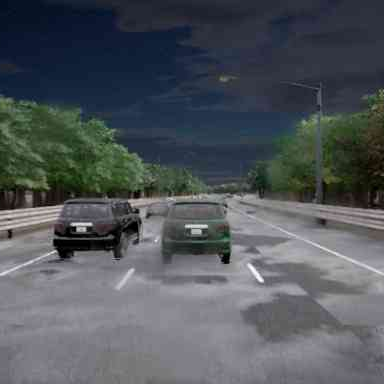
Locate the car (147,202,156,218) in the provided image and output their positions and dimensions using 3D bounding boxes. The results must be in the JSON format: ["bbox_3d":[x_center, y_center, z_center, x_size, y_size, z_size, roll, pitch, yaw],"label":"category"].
[{"bbox_3d":[-3.001,1.641,30.717,1.994,1.385,4.181,0,0,2],"label":"car"}]

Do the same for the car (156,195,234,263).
[{"bbox_3d":[0.155,1.240,12.182,2.150,2.045,5.566,0,0,1],"label":"car"}]

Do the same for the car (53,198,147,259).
[{"bbox_3d":[-3.340,1.242,12.814,2.150,2.045,5.566,0,0,1],"label":"car"}]

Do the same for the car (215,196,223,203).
[{"bbox_3d":[6.564,1.803,81.020,2.097,1.767,4.553,0,0,5],"label":"car"}]

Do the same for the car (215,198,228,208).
[{"bbox_3d":[4.878,1.777,55.291,2.033,1.411,5.357,0,0,3],"label":"car"}]

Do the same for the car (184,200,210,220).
[{"bbox_3d":[0.484,1.566,30.109,2.128,1.511,4.902,0,0,2],"label":"car"}]
